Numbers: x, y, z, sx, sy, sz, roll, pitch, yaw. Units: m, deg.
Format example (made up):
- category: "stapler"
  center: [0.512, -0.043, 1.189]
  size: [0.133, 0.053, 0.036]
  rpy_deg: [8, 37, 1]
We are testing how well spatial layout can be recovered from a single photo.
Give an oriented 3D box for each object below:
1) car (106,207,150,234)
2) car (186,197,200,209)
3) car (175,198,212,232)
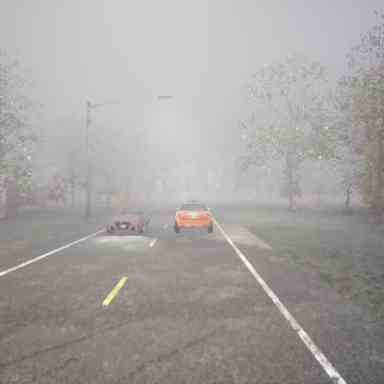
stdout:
- category: "car"
  center: [-3.586, 1.594, 19.276]
  size: [1.994, 1.385, 4.181]
  rpy_deg: [0, 0, 0]
- category: "car"
  center: [0.105, 1.552, 48.535]
  size: [1.882, 1.535, 5.008]
  rpy_deg: [0, 0, 0]
- category: "car"
  center: [0.100, 1.383, 20.554]
  size: [2.097, 1.767, 4.553]
  rpy_deg: [0, 0, 0]
